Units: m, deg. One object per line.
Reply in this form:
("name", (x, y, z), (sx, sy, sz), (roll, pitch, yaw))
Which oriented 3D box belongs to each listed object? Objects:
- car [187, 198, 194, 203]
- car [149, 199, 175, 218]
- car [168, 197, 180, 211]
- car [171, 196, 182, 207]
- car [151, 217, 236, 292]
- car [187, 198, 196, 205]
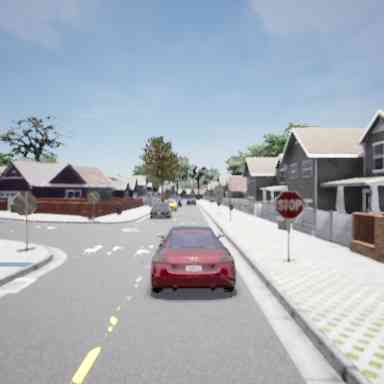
("car", (-0.327, 2.373, 92.141), (1.895, 1.301, 4.718), (0, -1, 0))
("car", (-2.954, 1.713, 32.183), (1.837, 1.490, 4.892), (0, 0, 0))
("car", (-2.997, 1.789, 45.182), (1.882, 1.535, 5.008), (0, -1, 0))
("car", (-3.004, 1.667, 60.447), (2.150, 2.045, 5.566), (0, -1, 0))
("car", (-0.027, 1.619, 9.164), (1.994, 1.385, 4.181), (0, 0, -2))
("car", (-0.158, 2.012, 70.055), (1.882, 1.535, 5.008), (0, -1, 0))
